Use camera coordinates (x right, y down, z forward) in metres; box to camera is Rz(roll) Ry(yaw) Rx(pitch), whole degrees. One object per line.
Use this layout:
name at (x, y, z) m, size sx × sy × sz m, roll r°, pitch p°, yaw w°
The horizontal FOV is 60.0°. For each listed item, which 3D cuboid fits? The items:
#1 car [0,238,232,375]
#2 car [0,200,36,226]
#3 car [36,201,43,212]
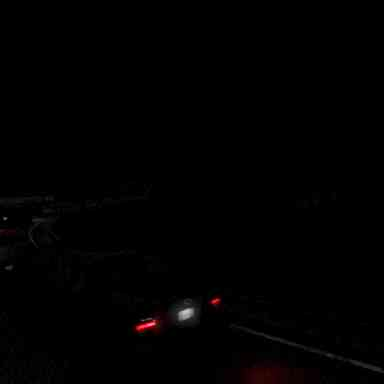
car at (-1.865, 1.565, 5.881) m, size 5.357 × 1.411 × 2.033 m, roll 0°, pitch 0°, yaw 44°
car at (-12.485, 1.514, 23.297) m, size 1.882 × 1.535 × 5.008 m, roll 0°, pitch 0°, yaw -18°
car at (-18.495, 1.592, 37.810) m, size 1.812 × 1.442 × 4.674 m, roll 0°, pitch 0°, yaw -7°
